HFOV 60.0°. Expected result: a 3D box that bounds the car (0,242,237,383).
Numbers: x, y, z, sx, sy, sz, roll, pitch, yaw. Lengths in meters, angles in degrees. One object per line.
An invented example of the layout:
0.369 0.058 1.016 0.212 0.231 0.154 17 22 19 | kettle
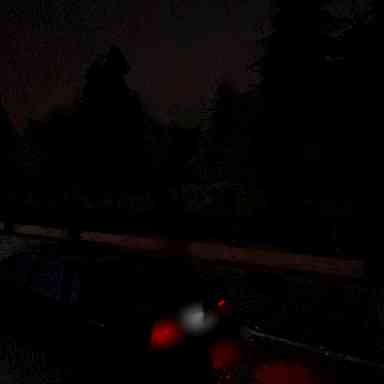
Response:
-1.977 1.556 5.396 5.357 1.411 2.033 0 0 35 | car
